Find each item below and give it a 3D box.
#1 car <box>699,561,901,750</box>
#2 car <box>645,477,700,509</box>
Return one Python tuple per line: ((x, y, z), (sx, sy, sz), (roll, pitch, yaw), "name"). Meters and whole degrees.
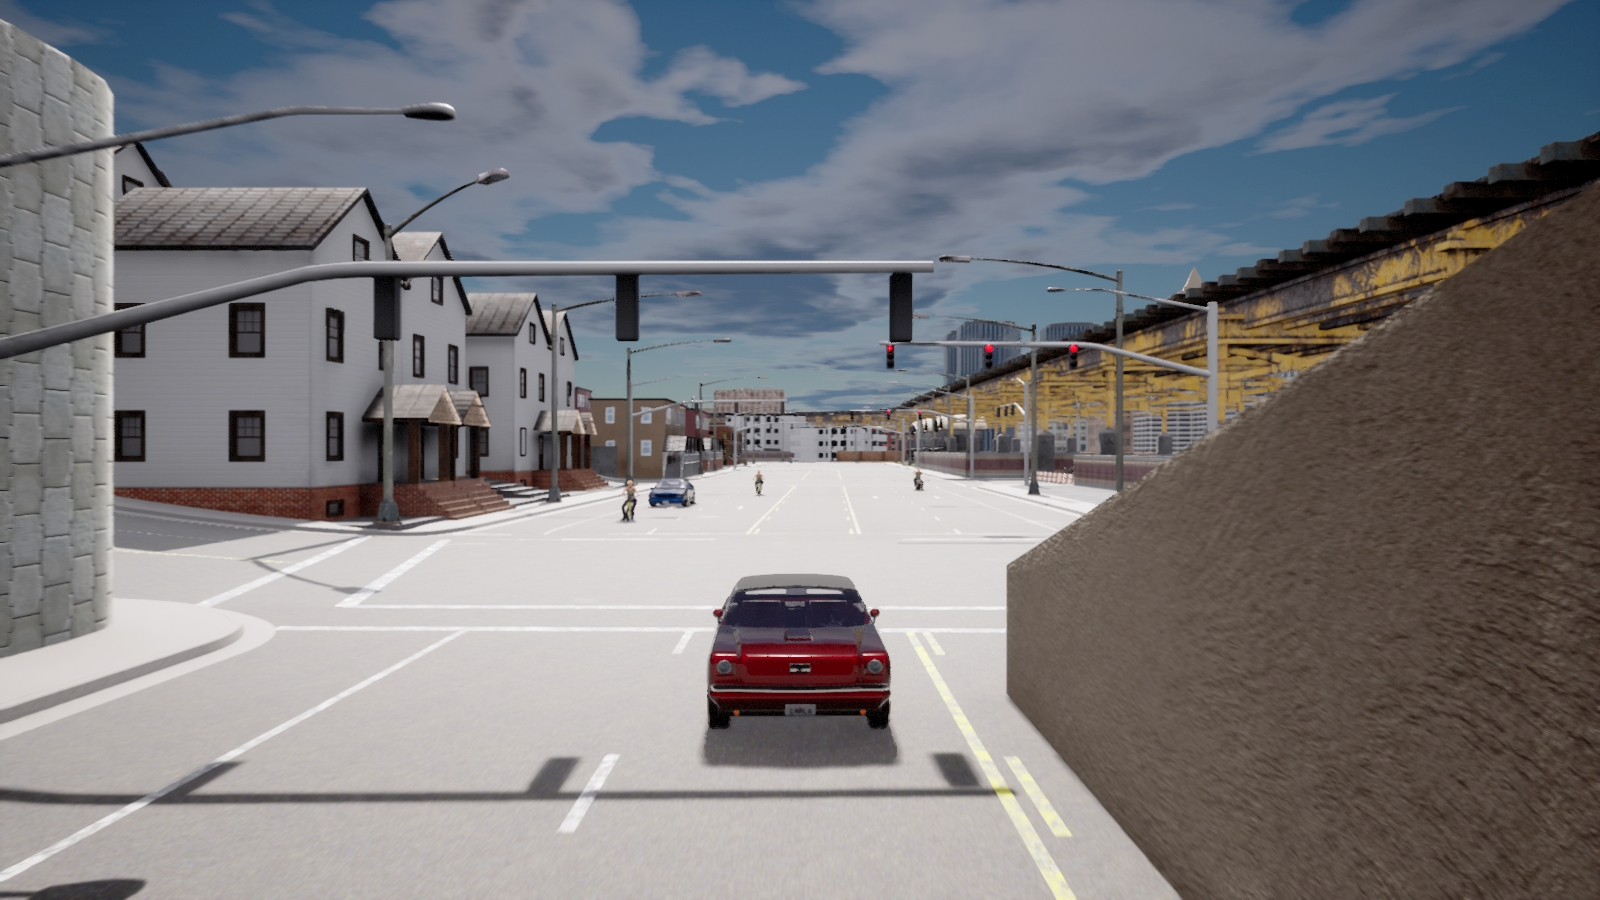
((-0.043, 2.155, 13.077), (1.895, 1.301, 4.718), (0, 0, -1), "car")
((-6.366, 2.108, 57.471), (2.033, 1.411, 5.357), (0, 0, 2), "car")
